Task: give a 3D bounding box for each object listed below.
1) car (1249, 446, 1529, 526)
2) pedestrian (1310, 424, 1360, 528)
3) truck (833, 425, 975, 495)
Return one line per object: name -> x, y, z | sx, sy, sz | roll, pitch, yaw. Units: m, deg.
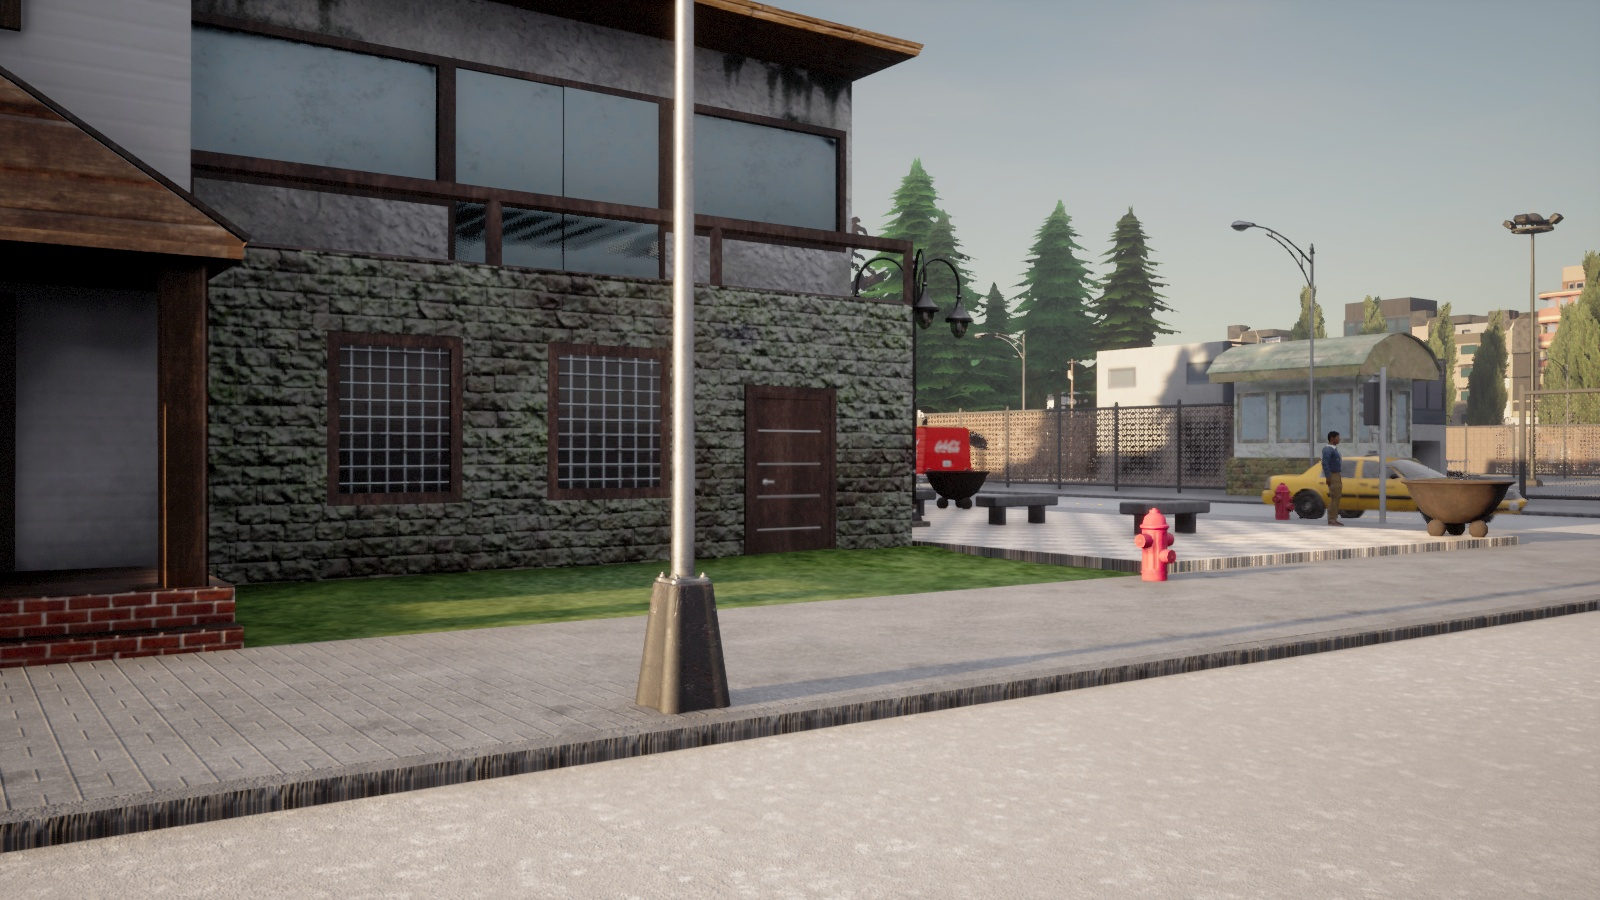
car -> 12.707, 0.724, 27.492 | 1.801, 1.575, 5.366 | 0, 0, -35
pedestrian -> 10.221, 0.487, 24.008 | 0.788, 1.949, 0.423 | 0, 0, 39
truck -> 3.838, 0.365, 47.251 | 2.627, 2.467, 5.204 | 0, 0, -35
